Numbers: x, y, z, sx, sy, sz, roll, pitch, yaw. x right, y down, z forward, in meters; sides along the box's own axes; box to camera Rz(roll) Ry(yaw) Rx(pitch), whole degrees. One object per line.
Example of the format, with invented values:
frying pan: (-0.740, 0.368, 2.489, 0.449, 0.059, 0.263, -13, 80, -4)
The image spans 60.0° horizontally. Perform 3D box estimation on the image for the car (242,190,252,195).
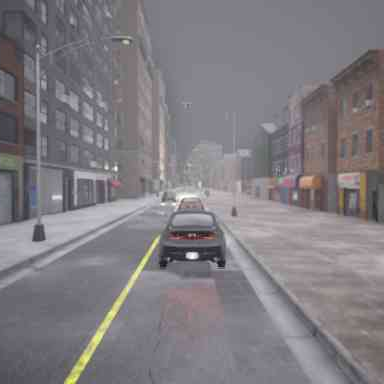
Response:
car: (13.528, 0.053, 73.207, 4.829, 1.417, 1.752, 0, 1, 0)

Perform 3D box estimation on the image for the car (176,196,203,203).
car: (-0.055, 1.075, 27.022, 1.895, 1.301, 4.718, 0, 1, 0)

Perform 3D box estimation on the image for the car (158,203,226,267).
car: (0.018, 1.306, 10.621, 1.837, 1.490, 4.892, 0, 0, 0)

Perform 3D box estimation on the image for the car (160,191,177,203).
car: (-3.054, 0.608, 44.423, 1.837, 1.490, 4.892, 0, 1, 0)
